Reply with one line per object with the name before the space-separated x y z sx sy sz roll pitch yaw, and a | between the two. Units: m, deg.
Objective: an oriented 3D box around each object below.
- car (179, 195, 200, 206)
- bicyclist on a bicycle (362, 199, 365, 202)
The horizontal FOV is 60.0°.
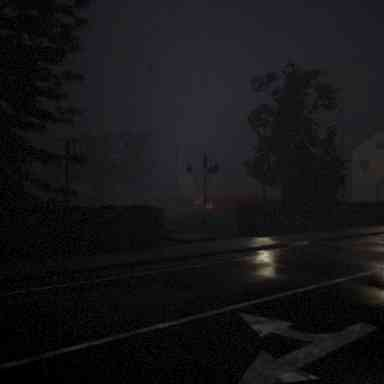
car | -0.667 1.620 65.874 2.150 2.045 5.566 1 -1 -35
bicyclist on a bicycle | 24.998 1.834 48.411 1.656 1.620 0.582 1 0 -35
